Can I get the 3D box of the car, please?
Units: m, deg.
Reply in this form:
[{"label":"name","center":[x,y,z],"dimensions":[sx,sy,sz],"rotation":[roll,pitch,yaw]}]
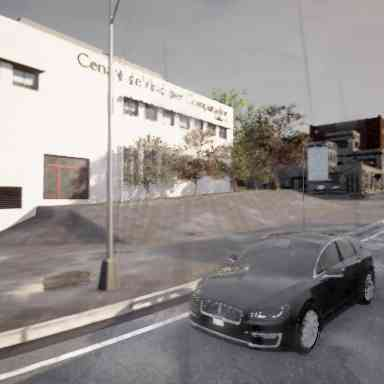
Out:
[{"label":"car","center":[2.025,1.576,6.423],"dimensions":[1.837,1.490,4.892],"rotation":[-1,-1,43]}]
